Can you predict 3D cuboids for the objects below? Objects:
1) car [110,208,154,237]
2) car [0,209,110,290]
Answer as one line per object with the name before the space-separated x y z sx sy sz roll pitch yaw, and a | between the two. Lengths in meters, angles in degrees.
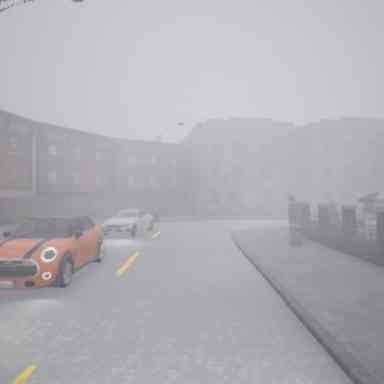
car | -3.665 1.728 19.854 1.812 1.442 4.674 0 -1 12
car | -4.048 1.448 9.522 2.097 1.767 4.553 0 0 0
